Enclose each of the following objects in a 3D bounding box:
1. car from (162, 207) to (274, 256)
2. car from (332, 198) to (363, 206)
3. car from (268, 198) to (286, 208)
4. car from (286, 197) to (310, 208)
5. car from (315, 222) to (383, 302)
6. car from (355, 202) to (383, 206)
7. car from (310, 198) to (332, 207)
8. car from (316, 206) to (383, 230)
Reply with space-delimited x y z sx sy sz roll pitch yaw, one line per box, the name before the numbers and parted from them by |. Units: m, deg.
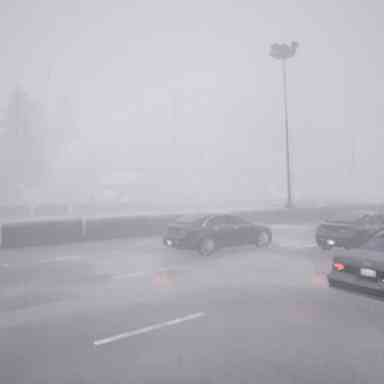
car | 1.155 1.539 13.310 4.892 1.490 1.837 -1 0 -36
car | 19.192 1.618 39.680 4.718 1.301 1.895 0 0 -36
car | 13.513 1.613 48.522 5.357 1.411 2.033 0 0 -36
car | 15.662 1.526 45.761 5.008 1.535 1.882 0 0 -36
car | 5.319 1.546 7.679 5.357 1.411 2.033 0 0 -36
car | 13.478 1.547 22.303 5.357 1.411 2.033 0 0 -36
car | 18.078 1.524 43.192 4.902 1.511 2.128 0 0 -36
car | 6.836 1.511 13.100 4.892 1.490 1.837 0 0 -36
